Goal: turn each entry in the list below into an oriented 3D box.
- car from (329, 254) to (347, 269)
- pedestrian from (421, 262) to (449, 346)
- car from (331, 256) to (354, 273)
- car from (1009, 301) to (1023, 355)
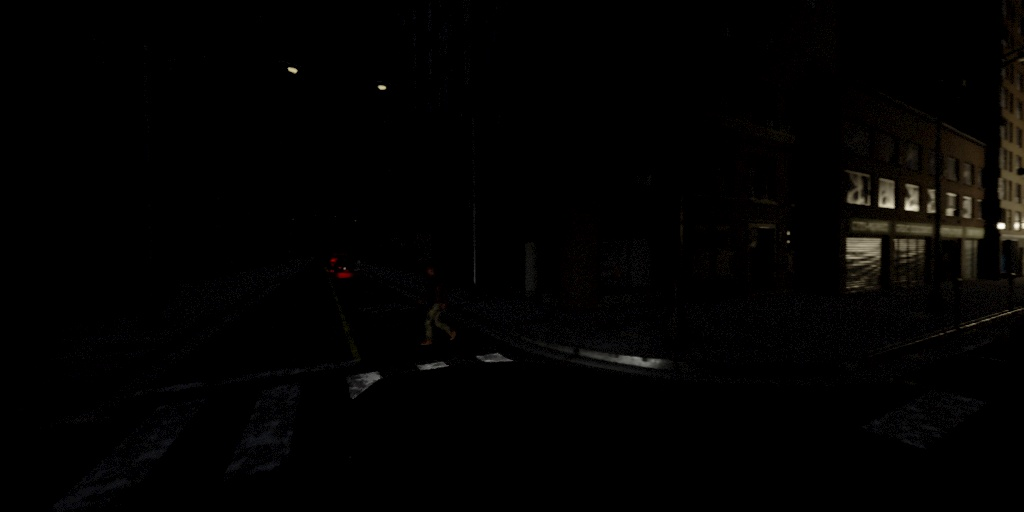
[{"bbox_3d":[-23.405,0.684,48.515,2.150,2.045,5.566,-1,1,-28],"label":"car"},{"bbox_3d":[-1.682,0.996,7.853,0.375,1.860,0.375,-1,1,-28],"label":"pedestrian"},{"bbox_3d":[-18.622,1.025,39.644,1.837,1.490,4.892,-1,1,-27],"label":"car"},{"bbox_3d":[11.696,1.305,7.154,4.207,1.307,1.802,0,0,-28],"label":"car"}]
